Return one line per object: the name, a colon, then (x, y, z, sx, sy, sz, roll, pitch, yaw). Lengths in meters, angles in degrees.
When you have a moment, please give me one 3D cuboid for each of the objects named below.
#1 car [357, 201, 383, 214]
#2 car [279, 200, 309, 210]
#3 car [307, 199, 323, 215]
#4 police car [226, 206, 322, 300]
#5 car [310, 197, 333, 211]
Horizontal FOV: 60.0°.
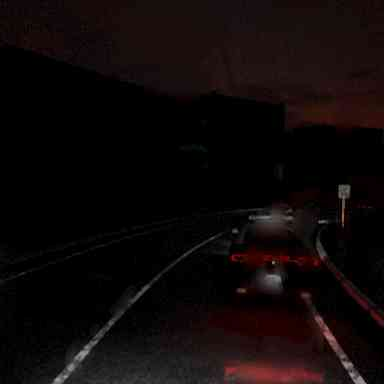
car: (21.837, 1.805, 39.417, 5.357, 1.411, 2.033, 2, 3, -33)
car: (4.913, 1.402, 17.708, 1.801, 1.575, 5.366, 2, 1, 23)
car: (7.370, 1.469, 22.624, 1.837, 1.490, 4.892, 3, 1, 30)
police car: (2.022, 1.386, 8.614, 1.930, 1.638, 5.238, 1, 0, 12)
car: (14.333, 1.378, 38.063, 4.902, 1.511, 2.128, 1, 3, -41)
